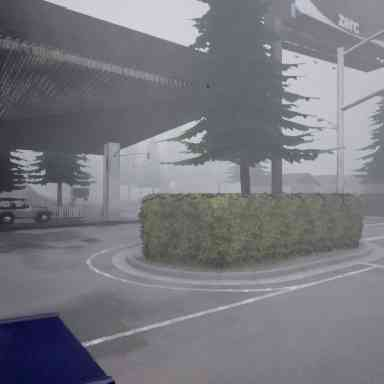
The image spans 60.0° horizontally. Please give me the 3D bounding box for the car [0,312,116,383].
[{"bbox_3d":[-2.964,1.601,1.877,4.718,1.301,1.895,0,0,-35],"label":"car"}]

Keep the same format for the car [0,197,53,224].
[{"bbox_3d":[-12.003,1.313,23.463,3.866,1.878,1.905,0,0,-36],"label":"car"}]
